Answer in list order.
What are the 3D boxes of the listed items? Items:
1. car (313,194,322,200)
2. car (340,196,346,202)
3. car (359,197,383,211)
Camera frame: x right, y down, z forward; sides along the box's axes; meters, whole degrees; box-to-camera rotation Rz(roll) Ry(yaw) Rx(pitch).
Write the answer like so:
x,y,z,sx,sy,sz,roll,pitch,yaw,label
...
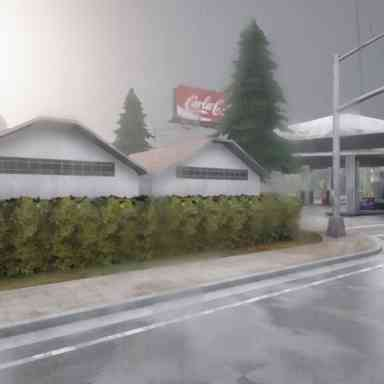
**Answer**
x,y,z,sx,sy,sz,roll,pitch,yaw,label
33.040,1.323,89.523,2.152,1.636,5.027,0,0,-36,car
32.922,1.517,73.497,4.674,1.442,1.812,0,0,-36,car
21.919,1.476,40.042,4.611,1.667,2.242,0,0,-36,car
